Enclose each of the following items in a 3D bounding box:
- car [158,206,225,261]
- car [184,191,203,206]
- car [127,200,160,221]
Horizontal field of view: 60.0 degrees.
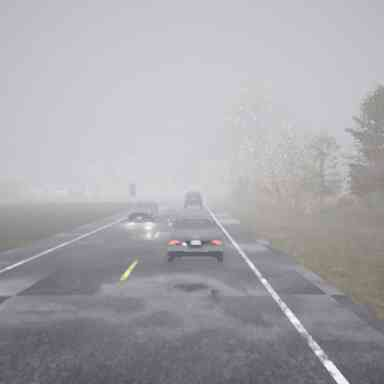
[{"bbox_3d":[0.107,1.456,11.894,2.033,1.411,5.357,0,0,0],"label":"car"},{"bbox_3d":[0.167,0.893,40.940,2.150,2.045,5.566,0,1,0],"label":"car"},{"bbox_3d":[-3.543,1.348,25.176,2.033,1.411,5.357,0,1,0],"label":"car"}]
